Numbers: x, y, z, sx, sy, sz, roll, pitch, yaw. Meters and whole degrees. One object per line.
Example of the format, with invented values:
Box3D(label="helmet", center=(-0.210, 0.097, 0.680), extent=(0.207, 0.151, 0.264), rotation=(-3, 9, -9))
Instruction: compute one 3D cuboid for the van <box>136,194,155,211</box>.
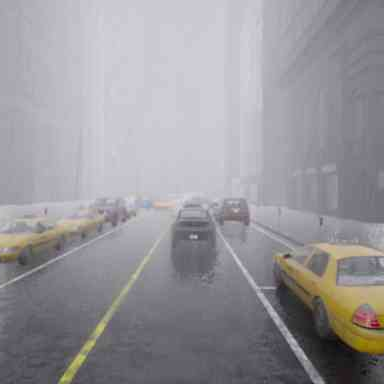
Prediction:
Box3D(label="van", center=(-5.818, 1.301, 39.947), extent=(1.690, 1.788, 3.998), rotation=(0, 0, 0))

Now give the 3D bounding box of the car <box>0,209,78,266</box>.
Box3D(label="car", center=(-5.780, 1.511, 11.573), extent=(1.752, 1.417, 4.829), rotation=(0, 0, 0))

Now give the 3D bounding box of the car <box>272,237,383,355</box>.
Box3D(label="car", center=(2.752, 1.517, 6.291), extent=(1.752, 1.417, 4.829), rotation=(0, 0, 0))

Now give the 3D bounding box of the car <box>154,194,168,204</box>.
Box3D(label="car", center=(-5.847, 1.266, 62.509), extent=(2.192, 1.841, 5.009), rotation=(0, 0, 0))

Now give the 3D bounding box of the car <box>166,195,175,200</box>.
Box3D(label="car", center=(-5.882, 1.493, 90.713), extent=(2.008, 1.369, 4.403), rotation=(0, 0, 0))

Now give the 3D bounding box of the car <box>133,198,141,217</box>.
Box3D(label="car", center=(-5.802, 1.494, 28.495), extent=(1.752, 1.417, 4.829), rotation=(0, 0, 0))

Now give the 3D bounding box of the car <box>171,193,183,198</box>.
Box3D(label="car", center=(-3.100, 1.121, 77.804), extent=(2.128, 1.511, 4.902), rotation=(0, 0, 0))

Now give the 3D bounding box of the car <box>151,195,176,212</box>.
Box3D(label="car", center=(-3.144, 1.439, 37.442), extent=(1.882, 1.535, 5.008), rotation=(0, 0, 0))

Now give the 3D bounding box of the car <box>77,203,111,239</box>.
Box3D(label="car", center=(-5.787, 1.505, 17.214), extent=(1.752, 1.417, 4.829), rotation=(0, 0, 0))

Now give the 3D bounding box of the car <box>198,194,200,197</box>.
Box3D(label="car", center=(2.672, 1.515, 68.166), extent=(1.947, 1.339, 4.313), rotation=(0, 0, 0))

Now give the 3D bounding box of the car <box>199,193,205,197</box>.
Box3D(label="car", center=(2.686, 1.392, 56.885), extent=(1.967, 1.590, 4.097), rotation=(0, 0, 0))

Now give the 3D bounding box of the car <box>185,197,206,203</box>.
Box3D(label="car", center=(0.054, 1.470, 31.158), extent=(1.837, 1.490, 4.892), rotation=(0, 0, 0))

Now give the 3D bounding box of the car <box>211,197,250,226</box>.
Box3D(label="car", center=(2.729, 1.288, 23.042), extent=(2.192, 1.841, 5.009), rotation=(0, 0, 0))

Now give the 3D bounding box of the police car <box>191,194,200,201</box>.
Box3D(label="police car", center=(0.796, 1.370, 80.659), extent=(1.930, 1.638, 5.238), rotation=(0, 0, 0))

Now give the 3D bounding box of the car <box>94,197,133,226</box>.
Box3D(label="car", center=(-5.796, 1.289, 23.024), extent=(2.192, 1.841, 5.009), rotation=(0, 0, 0))

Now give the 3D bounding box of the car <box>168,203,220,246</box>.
Box3D(label="car", center=(0.072, 1.486, 15.251), extent=(1.837, 1.490, 4.892), rotation=(0, 0, 0))

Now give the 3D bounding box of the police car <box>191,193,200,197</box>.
Box3D(label="police car", center=(0.752, 1.373, 70.649), extent=(1.930, 1.638, 5.238), rotation=(0, 0, -1))

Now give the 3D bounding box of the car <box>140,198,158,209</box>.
Box3D(label="car", center=(-5.824, 1.508, 45.587), extent=(2.008, 1.369, 4.403), rotation=(0, 0, 0))

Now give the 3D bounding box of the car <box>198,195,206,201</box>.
Box3D(label="car", center=(2.650, 1.488, 85.088), extent=(1.887, 1.381, 4.507), rotation=(0, 0, 0))

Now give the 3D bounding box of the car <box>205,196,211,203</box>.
Box3D(label="car", center=(2.708, 1.510, 39.964), extent=(2.008, 1.369, 4.403), rotation=(0, 0, 0))

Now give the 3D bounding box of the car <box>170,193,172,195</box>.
Box3D(label="car", center=(-5.868, 1.512, 79.432), extent=(1.947, 1.339, 4.313), rotation=(0, 0, 0))

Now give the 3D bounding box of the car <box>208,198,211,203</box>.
Box3D(label="car", center=(2.723, 1.518, 28.683), extent=(2.008, 1.369, 4.403), rotation=(0, 0, 0))
